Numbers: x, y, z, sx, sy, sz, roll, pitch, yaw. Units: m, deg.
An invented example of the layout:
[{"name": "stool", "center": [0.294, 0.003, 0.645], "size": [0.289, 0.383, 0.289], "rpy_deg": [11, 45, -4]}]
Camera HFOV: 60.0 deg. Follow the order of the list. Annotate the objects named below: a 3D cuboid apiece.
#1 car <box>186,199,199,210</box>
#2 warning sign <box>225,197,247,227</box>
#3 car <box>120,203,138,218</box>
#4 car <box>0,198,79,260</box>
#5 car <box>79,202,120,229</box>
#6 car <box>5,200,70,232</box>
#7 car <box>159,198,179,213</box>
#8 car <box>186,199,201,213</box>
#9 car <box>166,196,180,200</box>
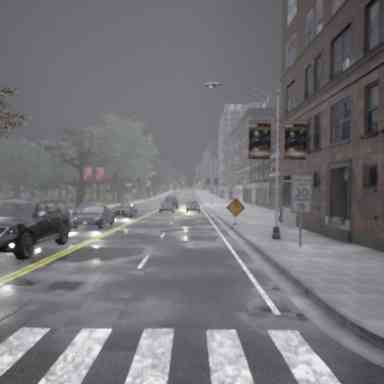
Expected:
[{"name": "car", "center": [0.060, 1.929, 52.488], "size": [1.837, 1.490, 4.892], "rpy_deg": [1, 0, 0]}, {"name": "warning sign", "center": [2.909, 1.334, 22.212], "size": [1.300, 1.860, 1.060], "rpy_deg": [2, 1, 0]}, {"name": "car", "center": [-6.532, 1.771, 32.625], "size": [1.994, 1.385, 4.181], "rpy_deg": [1, 0, 1]}, {"name": "car", "center": [-6.572, 1.266, 13.008], "size": [2.150, 2.045, 5.566], "rpy_deg": [1, -1, 0]}, {"name": "car", "center": [-6.568, 1.648, 22.761], "size": [1.812, 1.442, 4.674], "rpy_deg": [1, 0, 0]}, {"name": "car", "center": [-9.814, 1.430, 21.652], "size": [2.097, 1.767, 4.553], "rpy_deg": [1, 0, 0]}, {"name": "car", "center": [-3.101, 1.865, 41.802], "size": [2.033, 1.411, 5.357], "rpy_deg": [1, 0, 0]}, {"name": "car", "center": [0.152, 1.903, 42.215], "size": [2.033, 1.411, 5.357], "rpy_deg": [1, 0, 0]}, {"name": "car", "center": [-3.186, 1.611, 52.493], "size": [2.150, 2.045, 5.566], "rpy_deg": [1, 0, 0]}]
